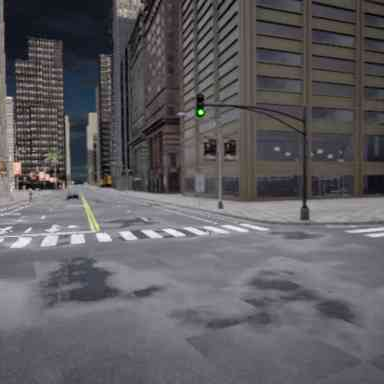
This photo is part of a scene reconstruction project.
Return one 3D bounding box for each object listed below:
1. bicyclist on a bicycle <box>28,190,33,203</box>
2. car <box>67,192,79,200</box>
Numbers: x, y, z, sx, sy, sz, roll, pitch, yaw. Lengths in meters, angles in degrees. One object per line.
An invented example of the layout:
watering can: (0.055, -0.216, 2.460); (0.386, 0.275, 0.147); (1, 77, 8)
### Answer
bicyclist on a bicycle: (-22.645, 0.655, 46.689); (0.659, 1.776, 1.843); (-1, -2, -19)
car: (-19.269, 0.643, 53.824); (1.895, 1.301, 4.718); (-1, 1, -19)
